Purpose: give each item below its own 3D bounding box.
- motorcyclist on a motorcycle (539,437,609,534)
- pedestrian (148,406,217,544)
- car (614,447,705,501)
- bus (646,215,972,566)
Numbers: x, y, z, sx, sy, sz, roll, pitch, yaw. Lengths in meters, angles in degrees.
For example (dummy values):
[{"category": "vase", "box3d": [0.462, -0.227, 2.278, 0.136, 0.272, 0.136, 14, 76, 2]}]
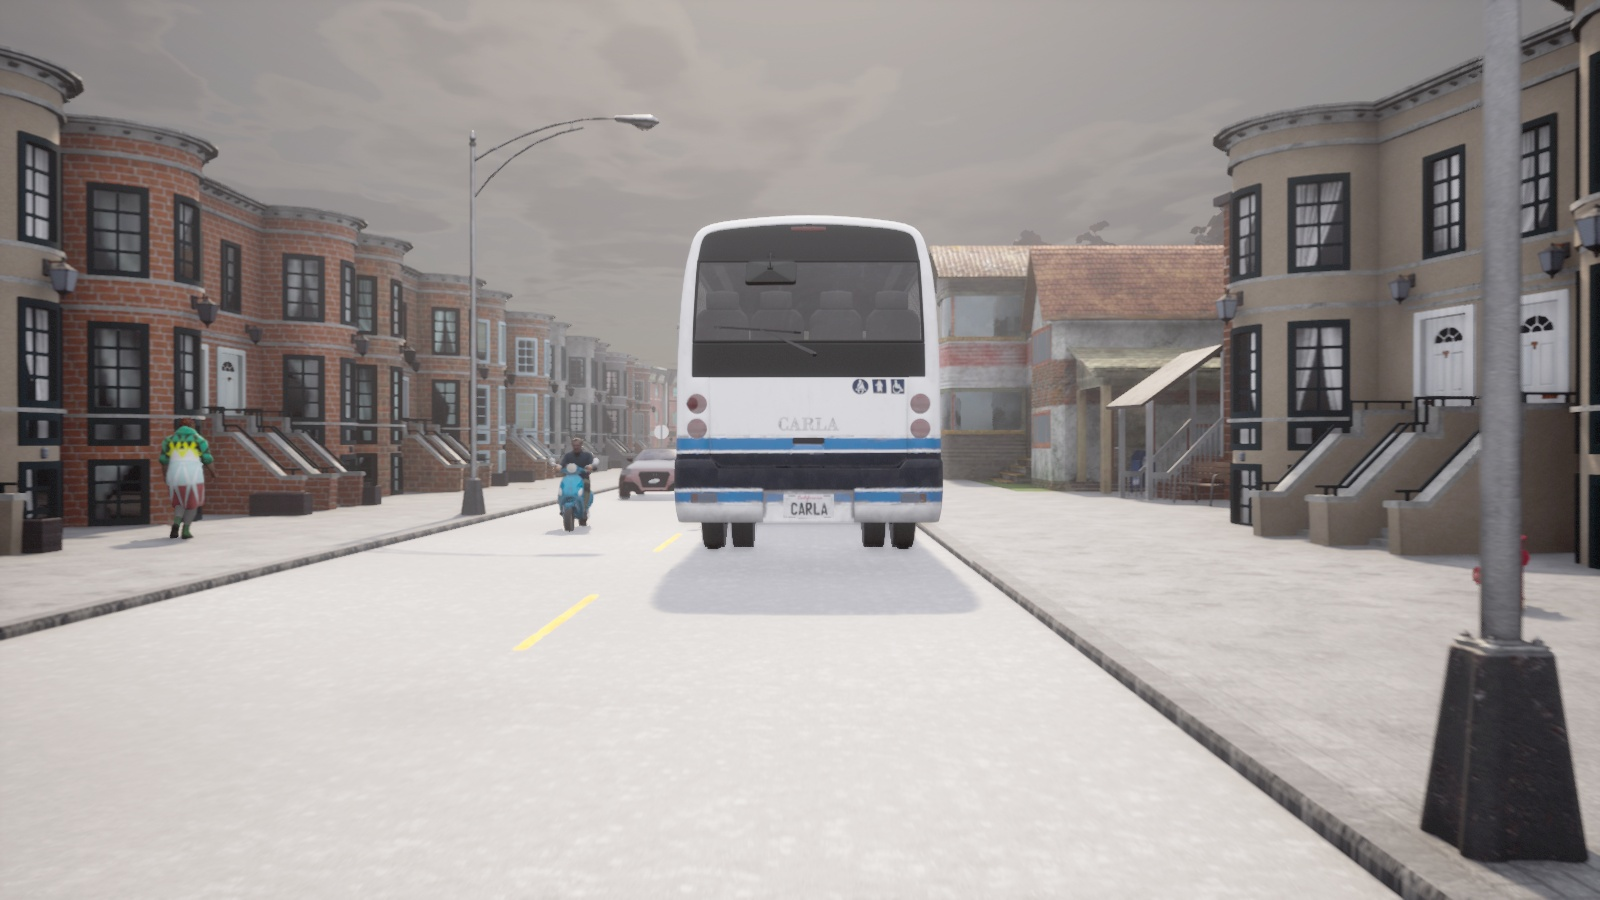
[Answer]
[{"category": "motorcyclist on a motorcycle", "box3d": [-3.860, 0.575, 21.551, 0.866, 1.590, 1.817, 0, 0, 0]}, {"category": "pedestrian", "box3d": [-8.963, 0.346, 18.259, 0.659, 1.952, 0.873, 0, 0, -9]}, {"category": "car", "box3d": [-3.786, 0.613, 34.482, 1.994, 1.385, 4.181, 0, 0, 0]}, {"category": "bus", "box3d": [0.134, -0.745, 20.366, 3.944, 4.253, 10.273, 0, 0, 0]}]
